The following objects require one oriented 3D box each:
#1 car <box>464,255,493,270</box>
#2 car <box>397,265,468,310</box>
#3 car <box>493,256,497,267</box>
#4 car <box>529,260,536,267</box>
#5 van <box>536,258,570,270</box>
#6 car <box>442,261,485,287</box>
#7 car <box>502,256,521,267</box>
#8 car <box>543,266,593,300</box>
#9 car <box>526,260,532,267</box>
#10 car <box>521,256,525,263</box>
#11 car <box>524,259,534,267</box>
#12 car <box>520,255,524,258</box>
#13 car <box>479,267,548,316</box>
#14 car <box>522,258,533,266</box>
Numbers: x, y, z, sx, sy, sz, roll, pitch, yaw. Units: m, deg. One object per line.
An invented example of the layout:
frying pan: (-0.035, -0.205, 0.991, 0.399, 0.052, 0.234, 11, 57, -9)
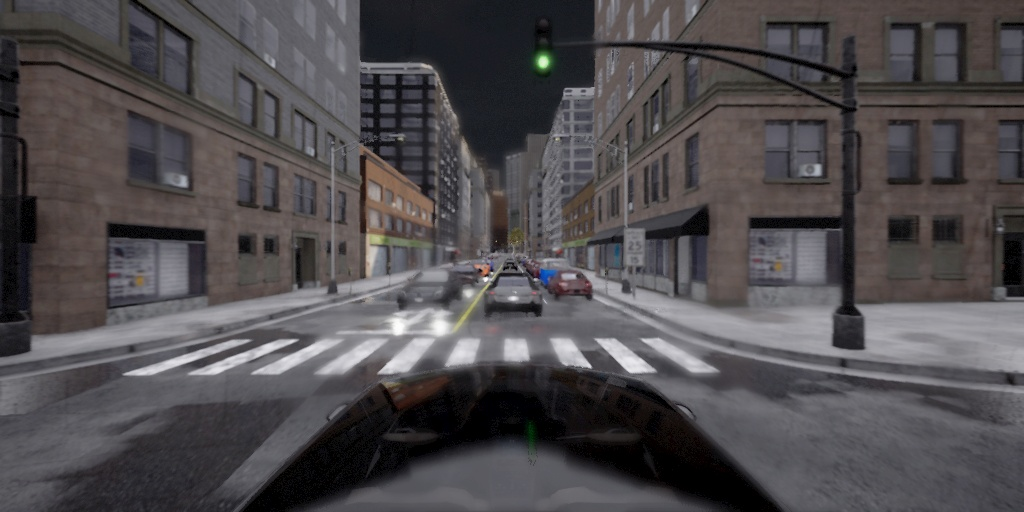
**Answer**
car: (-3.219, 1.043, 34.278, 2.097, 1.767, 4.553, 0, 0, 0)
car: (-3.157, 1.256, 14.718, 1.812, 1.442, 4.674, 0, 0, 2)
car: (-3.215, 1.124, 44.335, 1.882, 1.535, 5.008, 0, 0, 0)
car: (2.632, 1.249, 28.079, 1.888, 1.381, 4.507, 0, 0, 0)
van: (2.661, 1.054, 22.528, 1.690, 1.789, 3.998, 0, 0, 0)
car: (-3.205, 1.261, 24.369, 2.033, 1.411, 5.357, 0, 0, 0)
car: (-0.214, 1.144, 45.214, 1.837, 1.490, 4.892, 0, 0, 0)
car: (2.690, 1.305, 16.976, 1.802, 1.307, 4.207, 0, 0, 0)
car: (2.604, 1.272, 33.636, 1.802, 1.307, 4.207, 0, 0, 0)
car: (2.866, 1.093, 57.131, 1.812, 1.442, 4.674, 0, 0, 0)
car: (2.575, 1.251, 39.187, 1.802, 1.307, 4.207, 0, 0, 0)
car: (2.821, 1.003, 64.130, 1.882, 1.535, 5.008, 0, 0, 0)
car: (0.047, 1.295, 13.234, 1.994, 1.385, 4.181, 0, 0, 0)
car: (2.546, 1.222, 44.744, 1.802, 1.307, 4.207, 0, 0, 0)
